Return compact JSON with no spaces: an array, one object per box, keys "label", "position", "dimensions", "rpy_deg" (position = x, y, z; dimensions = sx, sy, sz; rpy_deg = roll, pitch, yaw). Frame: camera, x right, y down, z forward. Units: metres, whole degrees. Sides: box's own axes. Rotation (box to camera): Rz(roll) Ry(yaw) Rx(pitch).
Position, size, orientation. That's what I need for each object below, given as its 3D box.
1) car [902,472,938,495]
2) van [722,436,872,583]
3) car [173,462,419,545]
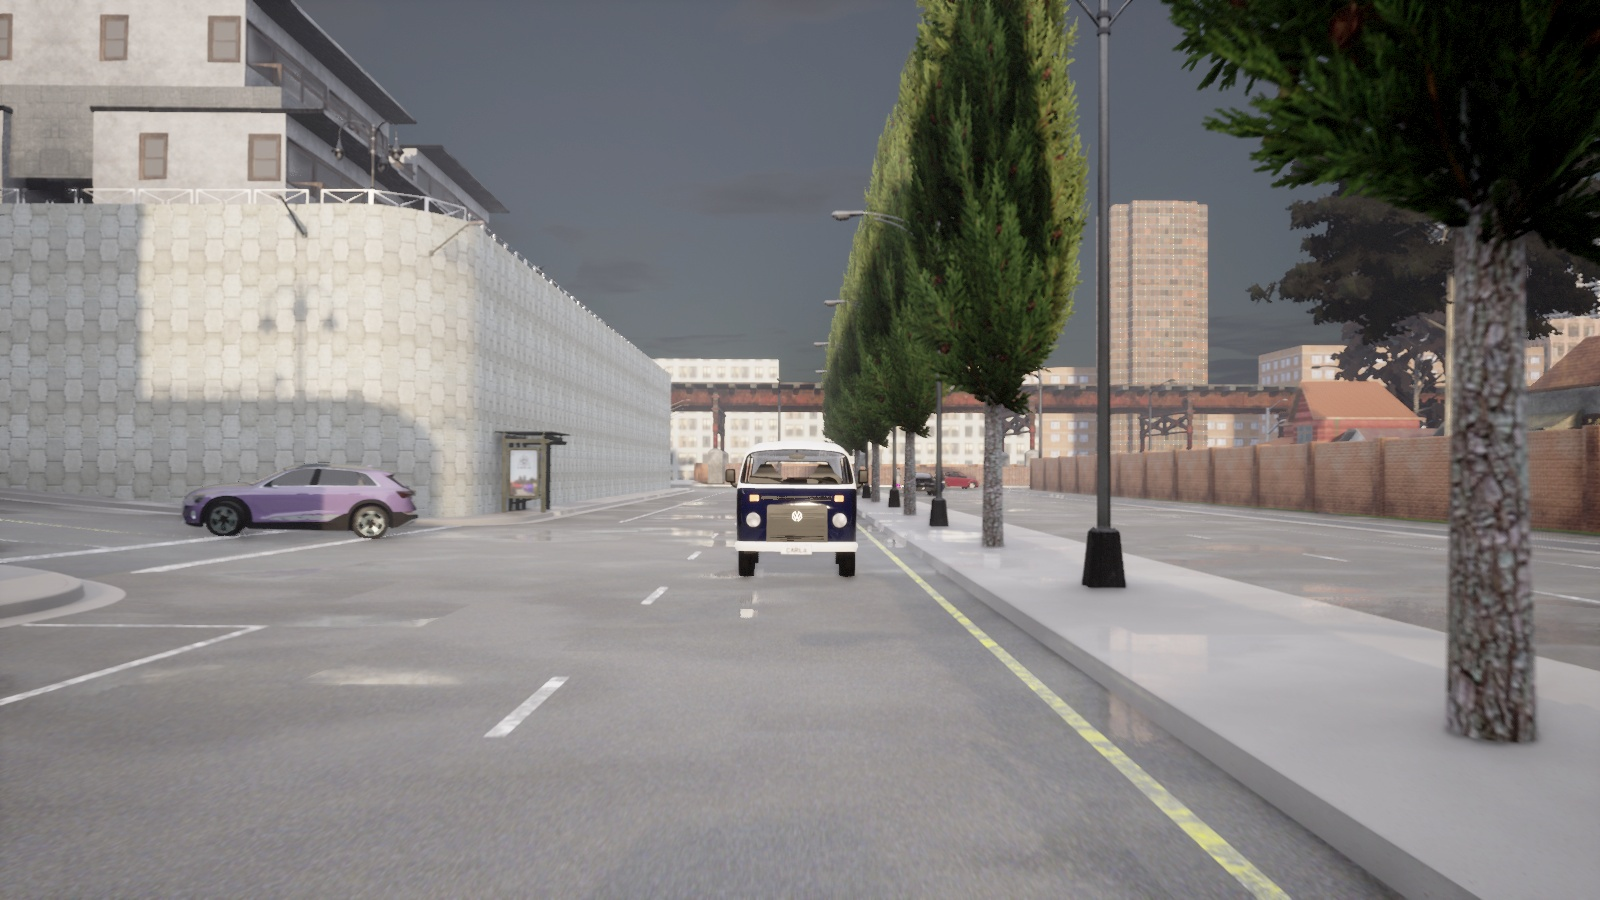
[{"label":"car","position":[7.801,2.160,81.940],"dimensions":[1.837,1.490,4.892],"rpy_deg":[0,-1,0]},{"label":"van","position":[-0.048,0.862,19.662],"dimensions":[2.069,2.038,4.480],"rpy_deg":[0,-1,0]},{"label":"car","position":[-11.089,1.178,27.939],"dimensions":[4.856,1.649,2.033],"rpy_deg":[2,-1,-19]}]
